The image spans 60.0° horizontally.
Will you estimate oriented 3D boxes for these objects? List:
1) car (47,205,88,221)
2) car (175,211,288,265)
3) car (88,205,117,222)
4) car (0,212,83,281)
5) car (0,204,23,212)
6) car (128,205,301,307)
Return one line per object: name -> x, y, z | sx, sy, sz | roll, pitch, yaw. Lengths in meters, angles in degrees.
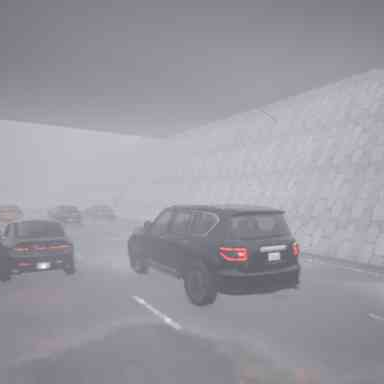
car -> -9.470, 1.706, 24.707 | 1.837, 1.490, 4.892 | 1, -1, -31
car -> 1.317, 1.657, 13.533 | 1.882, 1.535, 5.008 | 1, -1, -31
car -> -8.271, 1.819, 29.503 | 2.033, 1.411, 5.357 | 1, -1, -31
car -> -4.910, 1.580, 10.307 | 1.837, 1.490, 4.892 | 1, -1, -31
car -> -14.432, 1.644, 26.170 | 1.882, 1.535, 5.008 | 1, -1, -31
car -> 0.185, 1.329, 8.622 | 2.150, 2.045, 5.566 | 1, -1, -31
